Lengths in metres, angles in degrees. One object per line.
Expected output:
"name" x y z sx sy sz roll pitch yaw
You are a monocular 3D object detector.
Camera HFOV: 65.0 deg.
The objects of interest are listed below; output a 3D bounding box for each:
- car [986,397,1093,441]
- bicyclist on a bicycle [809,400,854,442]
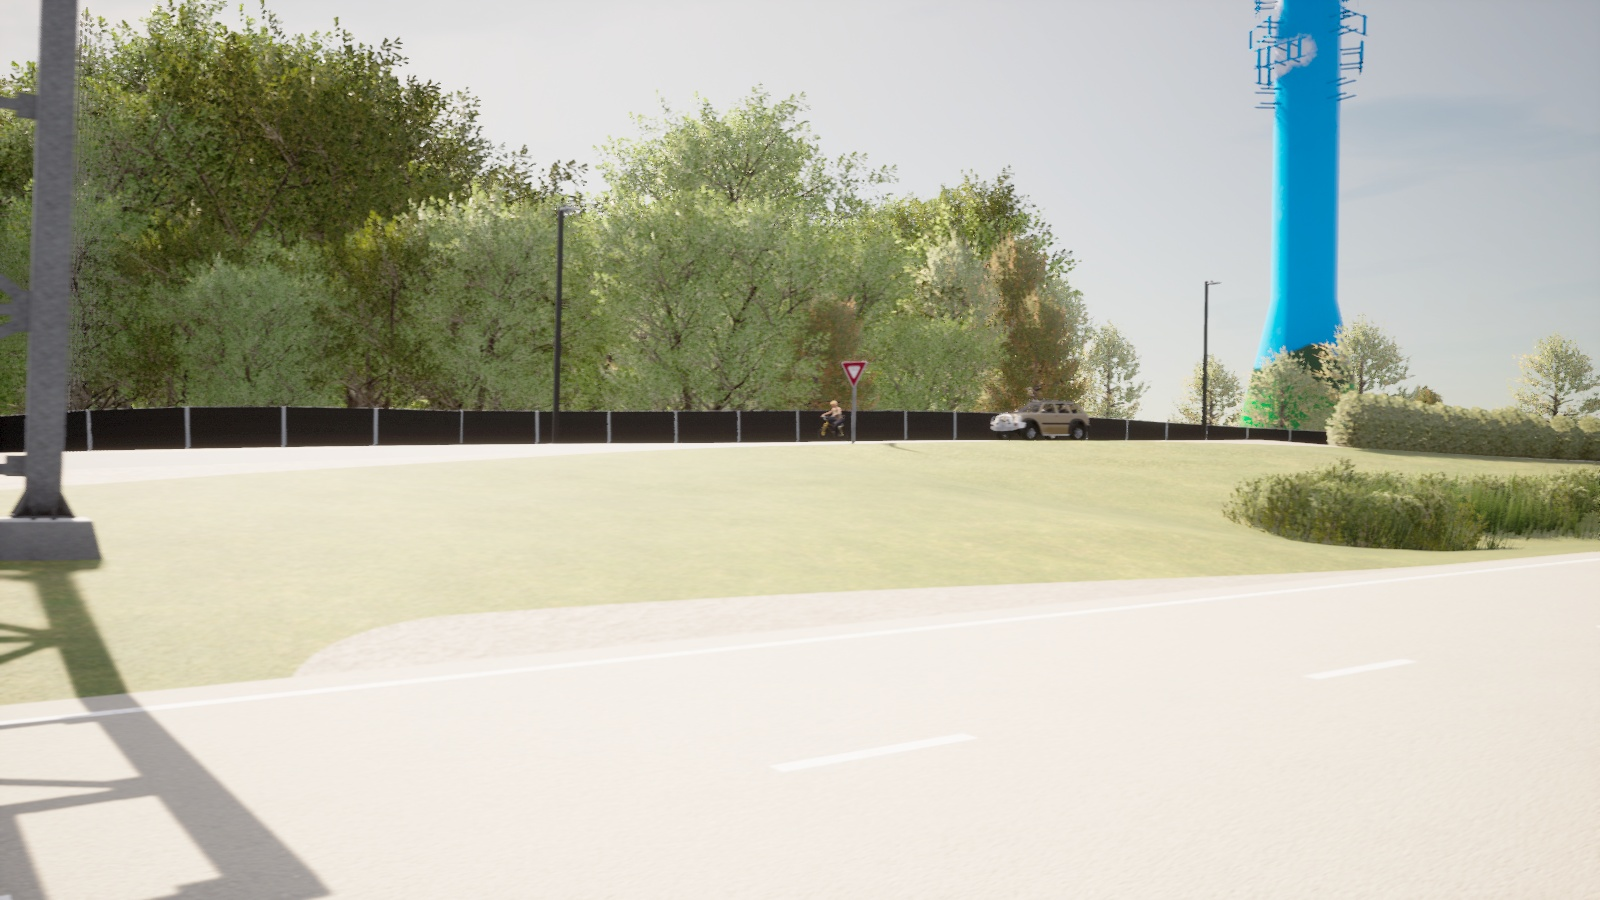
"car" 10.659 -1.355 55.782 4.605 1.855 1.932 -1 0 -33
"bicyclist on a bicycle" 1.230 -1.131 49.006 1.509 1.612 0.866 -1 1 -37
